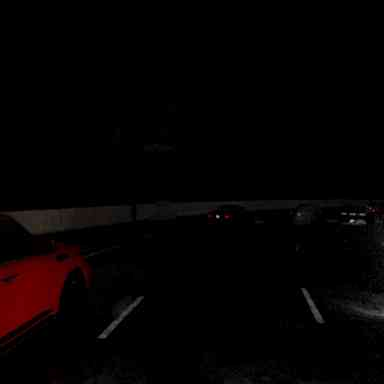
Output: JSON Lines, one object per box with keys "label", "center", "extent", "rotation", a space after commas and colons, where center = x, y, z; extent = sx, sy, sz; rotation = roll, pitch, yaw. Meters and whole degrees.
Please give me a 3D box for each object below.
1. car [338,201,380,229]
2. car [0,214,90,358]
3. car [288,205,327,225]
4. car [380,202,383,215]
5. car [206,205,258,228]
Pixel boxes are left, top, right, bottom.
{"label": "car", "center": [11.198, 1.588, 22.550], "extent": [2.128, 1.511, 4.902], "rotation": [0, 0, 33]}
{"label": "car", "center": [-3.178, 1.204, 3.912], "extent": [2.150, 2.045, 5.566], "rotation": [0, 0, 5]}
{"label": "car", "center": [8.781, 1.646, 25.102], "extent": [1.994, 1.385, 4.181], "rotation": [0, 0, 34]}
{"label": "car", "center": [20.688, 1.738, 36.940], "extent": [4.181, 1.385, 1.994], "rotation": [0, 0, -36]}
{"label": "car", "center": [2.834, 1.588, 22.822], "extent": [2.033, 1.411, 5.357], "rotation": [0, 0, 29]}
